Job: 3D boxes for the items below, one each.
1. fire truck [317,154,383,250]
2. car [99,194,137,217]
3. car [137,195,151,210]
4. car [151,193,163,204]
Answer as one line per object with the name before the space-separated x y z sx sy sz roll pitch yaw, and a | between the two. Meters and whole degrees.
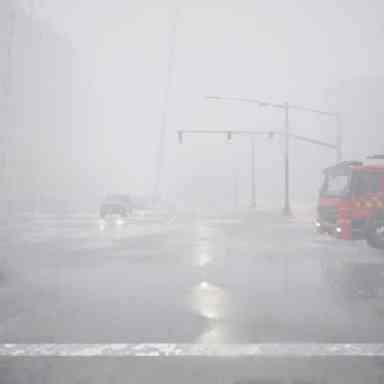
fire truck | 9.997 0.340 14.246 8.468 3.827 2.891 0 0 0
car | -7.001 1.217 31.203 2.150 2.045 5.566 0 0 0
car | -6.969 1.345 42.917 2.097 1.767 4.553 0 0 0
car | -6.834 1.217 63.876 2.150 2.045 5.566 0 0 1
